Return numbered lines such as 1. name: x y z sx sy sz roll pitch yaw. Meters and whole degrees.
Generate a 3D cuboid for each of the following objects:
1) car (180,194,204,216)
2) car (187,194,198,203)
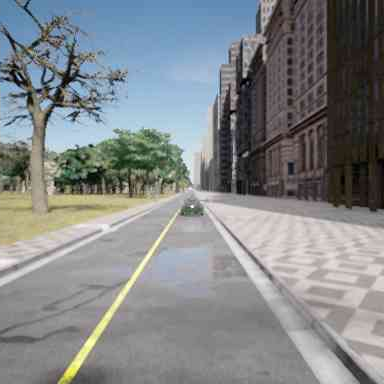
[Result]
1. car: 0.019 1.292 31.314 2.097 1.767 4.553 0 1 0
2. car: 0.040 1.237 64.387 2.033 1.649 4.856 0 -1 0
